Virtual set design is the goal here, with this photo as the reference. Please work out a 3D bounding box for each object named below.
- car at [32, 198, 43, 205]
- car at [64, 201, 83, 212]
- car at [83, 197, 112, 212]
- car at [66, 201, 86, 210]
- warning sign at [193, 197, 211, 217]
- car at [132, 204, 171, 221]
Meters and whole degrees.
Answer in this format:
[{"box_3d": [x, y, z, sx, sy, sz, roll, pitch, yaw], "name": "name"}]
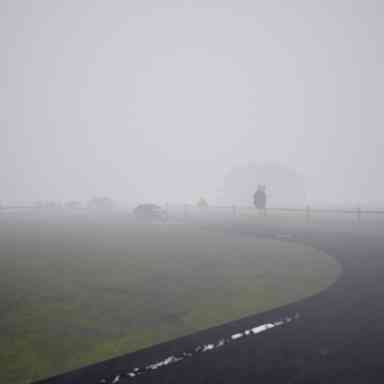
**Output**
[{"box_3d": [-39.249, 2.477, 84.324, 2.097, 1.767, 4.553, 1, -2, -36], "name": "car"}, {"box_3d": [-16.748, 2.019, 47.263, 1.812, 1.442, 4.674, 1, -2, -36], "name": "car"}, {"box_3d": [-13.141, 1.743, 47.127, 2.150, 2.045, 5.566, 1, -2, -35], "name": "car"}, {"box_3d": [-19.466, 2.179, 55.688, 1.812, 1.442, 4.674, 1, -2, -36], "name": "car"}, {"box_3d": [0.958, 1.441, 31.985, 1.300, 1.860, 1.060, 2, -1, -36], "name": "warning sign"}, {"box_3d": [-3.700, 1.753, 29.344, 1.812, 1.442, 4.674, 1, -1, -36], "name": "car"}]
